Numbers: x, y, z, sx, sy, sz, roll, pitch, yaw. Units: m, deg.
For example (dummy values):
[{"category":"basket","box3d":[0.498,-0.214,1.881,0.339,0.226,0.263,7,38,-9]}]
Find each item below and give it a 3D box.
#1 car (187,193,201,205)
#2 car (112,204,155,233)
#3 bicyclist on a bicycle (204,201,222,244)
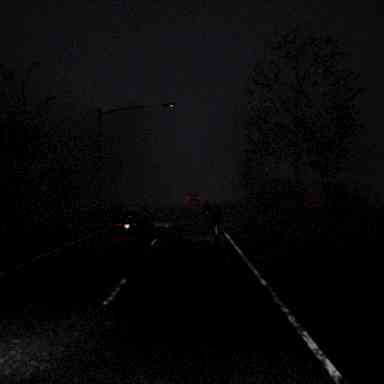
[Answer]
[{"category":"car","box3d":[0.297,1.190,57.728,2.150,2.045,5.566,0,-1,0]},{"category":"car","box3d":[-3.338,1.496,19.568,1.837,1.490,4.892,0,0,0]},{"category":"bicyclist on a bicycle","box3d":[1.013,1.364,14.606,0.659,1.776,1.843,0,0,0]}]
